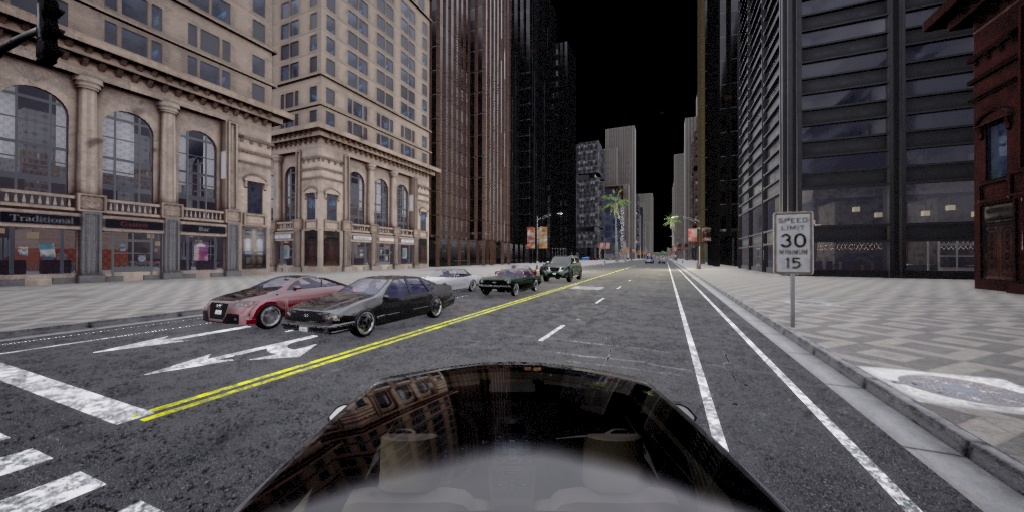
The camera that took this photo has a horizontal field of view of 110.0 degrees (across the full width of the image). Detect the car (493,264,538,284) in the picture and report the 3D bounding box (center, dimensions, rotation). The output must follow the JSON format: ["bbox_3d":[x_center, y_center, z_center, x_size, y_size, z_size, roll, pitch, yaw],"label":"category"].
[{"bbox_3d":[0.359,1.364,28.577,1.895,1.301,4.718,0,0,23],"label":"car"}]

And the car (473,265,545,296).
[{"bbox_3d":[0.012,1.358,19.536,1.895,1.301,4.718,0,0,23],"label":"car"}]

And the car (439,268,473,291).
[{"bbox_3d":[-3.574,1.357,19.425,1.895,1.301,4.718,0,0,23],"label":"car"}]

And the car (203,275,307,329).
[{"bbox_3d":[-7.026,1.316,11.372,1.994,1.385,4.181,0,0,23],"label":"car"}]

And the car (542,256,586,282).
[{"bbox_3d":[4.236,0.987,29.363,2.150,2.045,5.566,0,0,23],"label":"car"}]

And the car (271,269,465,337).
[{"bbox_3d":[-3.771,1.299,10.725,2.033,1.411,5.357,0,0,23],"label":"car"}]

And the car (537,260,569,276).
[{"bbox_3d":[4.420,1.251,37.941,1.882,1.535,5.008,0,0,24],"label":"car"}]
